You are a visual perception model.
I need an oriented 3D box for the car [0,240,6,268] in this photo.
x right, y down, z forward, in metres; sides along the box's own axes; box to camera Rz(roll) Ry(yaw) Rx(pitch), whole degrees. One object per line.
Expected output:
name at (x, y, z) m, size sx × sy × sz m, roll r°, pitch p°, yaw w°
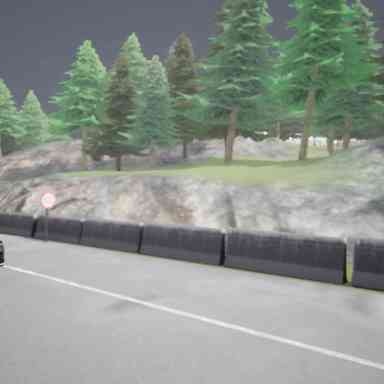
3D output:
car at (-6.888, 1.474, 8.906) m, size 4.902 × 1.511 × 2.128 m, roll 0°, pitch 0°, yaw 35°
